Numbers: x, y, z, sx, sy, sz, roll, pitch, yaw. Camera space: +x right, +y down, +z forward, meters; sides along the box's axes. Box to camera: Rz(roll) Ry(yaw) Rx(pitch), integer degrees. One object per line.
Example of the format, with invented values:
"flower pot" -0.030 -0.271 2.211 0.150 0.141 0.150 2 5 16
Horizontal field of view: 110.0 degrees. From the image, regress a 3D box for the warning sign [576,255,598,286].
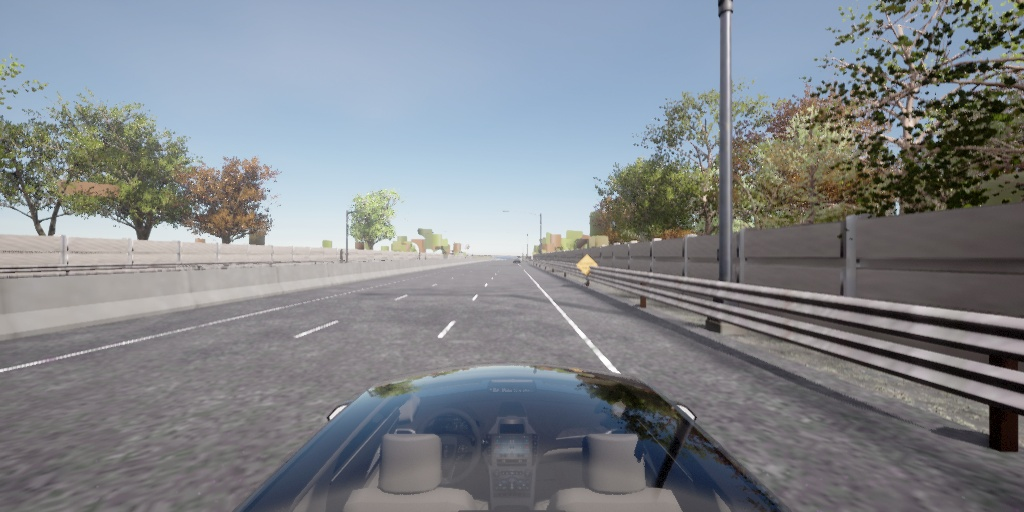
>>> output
"warning sign" 4.550 0.847 21.754 1.300 1.860 1.060 0 0 0
